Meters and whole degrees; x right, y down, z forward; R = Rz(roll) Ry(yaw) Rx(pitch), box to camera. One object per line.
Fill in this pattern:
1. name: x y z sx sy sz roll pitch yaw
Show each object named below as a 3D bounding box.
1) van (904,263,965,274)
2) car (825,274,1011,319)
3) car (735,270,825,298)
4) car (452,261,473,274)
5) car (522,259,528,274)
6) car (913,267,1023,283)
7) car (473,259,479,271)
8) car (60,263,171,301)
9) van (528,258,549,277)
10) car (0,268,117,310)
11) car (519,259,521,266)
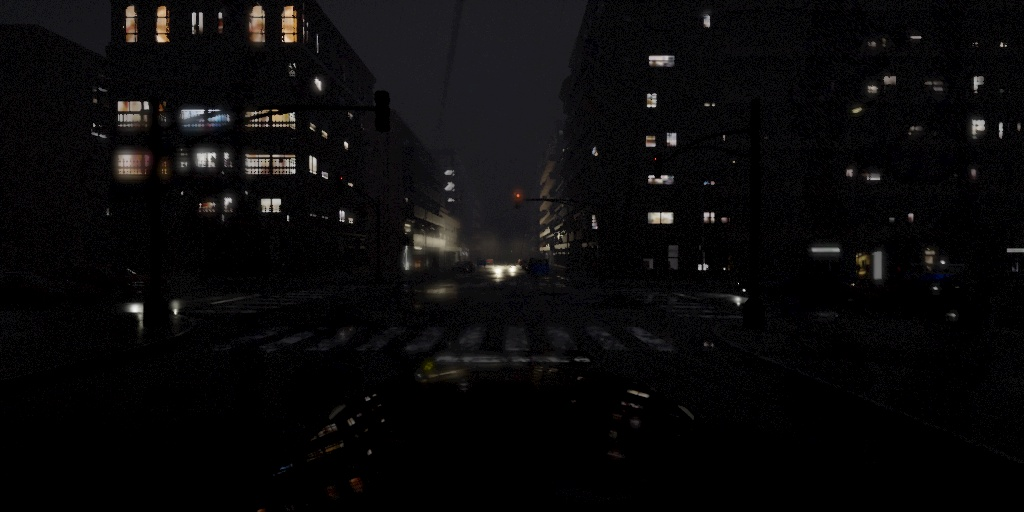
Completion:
1. van: 26.070 1.343 21.558 3.998 1.789 1.690 0 0 0
2. car: 14.696 1.498 13.194 4.507 1.381 1.888 0 0 0
3. car: 14.955 1.453 18.987 5.357 1.411 2.033 1 0 0
4. car: -5.888 1.358 41.490 1.802 1.307 4.207 0 0 0
5. car: 2.678 1.091 41.451 2.192 1.841 5.009 0 0 0
6. car: 24.865 1.516 18.981 4.892 1.490 1.837 1 0 0
7. car: -5.896 1.352 47.012 1.948 1.339 4.313 0 0 0
8. car: -18.007 1.086 15.794 5.008 1.535 1.882 1 0 0
9. van: 2.774 1.109 35.954 1.690 1.789 3.998 0 0 0
10. car: -17.756 1.215 13.212 4.207 1.307 1.802 0 0 0
11. car: 2.615 1.252 58.012 1.967 1.591 4.097 0 0 0
